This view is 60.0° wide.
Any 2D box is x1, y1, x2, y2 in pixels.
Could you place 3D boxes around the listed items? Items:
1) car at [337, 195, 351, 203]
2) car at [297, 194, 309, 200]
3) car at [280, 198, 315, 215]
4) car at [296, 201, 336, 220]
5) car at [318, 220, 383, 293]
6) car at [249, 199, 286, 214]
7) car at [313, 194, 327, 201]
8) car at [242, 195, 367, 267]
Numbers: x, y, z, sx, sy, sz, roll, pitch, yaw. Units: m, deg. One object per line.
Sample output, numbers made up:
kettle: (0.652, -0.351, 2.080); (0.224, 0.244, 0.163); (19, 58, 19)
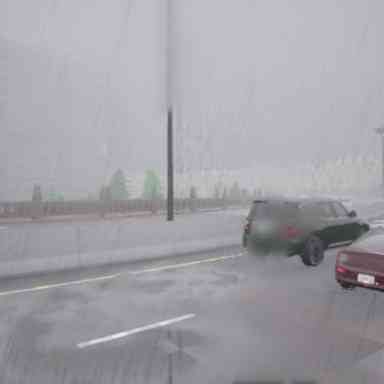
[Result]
car: (29.776, 1.369, 65.135); (1.812, 1.442, 4.674); (0, 0, 15)
car: (24.489, 1.080, 73.736); (1.895, 1.301, 4.718); (0, 0, 10)
car: (10.994, 1.418, 34.412); (1.882, 1.535, 5.008); (0, 0, 37)
car: (10.638, 1.511, 28.363); (1.994, 1.385, 4.181); (0, 0, 40)
car: (5.131, 1.507, 7.886); (4.674, 1.442, 1.812); (0, 0, -40)
car: (8.399, 1.491, 36.688); (2.033, 1.411, 5.357); (0, 0, 37)
car: (27.759, 1.152, 72.187); (2.033, 1.411, 5.357); (0, 0, 12)
car: (4.142, 1.200, 11.585); (5.566, 2.045, 2.150); (0, 0, -40)
